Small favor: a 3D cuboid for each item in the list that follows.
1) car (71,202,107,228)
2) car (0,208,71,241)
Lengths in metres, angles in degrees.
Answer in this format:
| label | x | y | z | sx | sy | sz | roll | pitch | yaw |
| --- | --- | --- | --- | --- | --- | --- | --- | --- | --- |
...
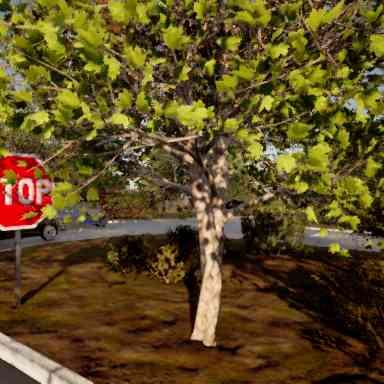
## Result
| label | x | y | z | sx | sy | sz | roll | pitch | yaw |
| --- | --- | --- | --- | --- | --- | --- | --- | --- | --- |
| car | -7.651 | 1.434 | 20.992 | 2.097 | 1.767 | 4.553 | 0 | -2 | 35 |
| car | -7.802 | 1.392 | 14.053 | 2.128 | 1.511 | 4.902 | 0 | -1 | 20 |
